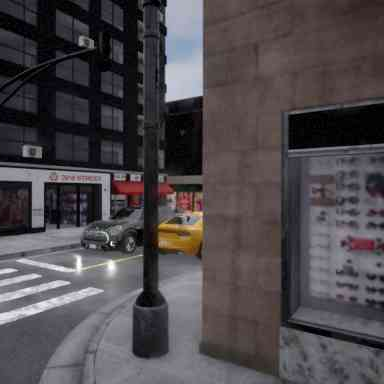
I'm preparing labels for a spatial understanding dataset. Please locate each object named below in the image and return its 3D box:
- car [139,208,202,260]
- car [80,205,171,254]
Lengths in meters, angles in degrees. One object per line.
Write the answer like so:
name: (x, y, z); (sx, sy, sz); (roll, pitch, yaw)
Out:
car: (0.463, 1.500, 12.849); (1.882, 1.535, 5.008); (0, 0, 33)
car: (-2.323, 1.365, 13.798); (2.097, 1.767, 4.553); (0, 0, 33)
